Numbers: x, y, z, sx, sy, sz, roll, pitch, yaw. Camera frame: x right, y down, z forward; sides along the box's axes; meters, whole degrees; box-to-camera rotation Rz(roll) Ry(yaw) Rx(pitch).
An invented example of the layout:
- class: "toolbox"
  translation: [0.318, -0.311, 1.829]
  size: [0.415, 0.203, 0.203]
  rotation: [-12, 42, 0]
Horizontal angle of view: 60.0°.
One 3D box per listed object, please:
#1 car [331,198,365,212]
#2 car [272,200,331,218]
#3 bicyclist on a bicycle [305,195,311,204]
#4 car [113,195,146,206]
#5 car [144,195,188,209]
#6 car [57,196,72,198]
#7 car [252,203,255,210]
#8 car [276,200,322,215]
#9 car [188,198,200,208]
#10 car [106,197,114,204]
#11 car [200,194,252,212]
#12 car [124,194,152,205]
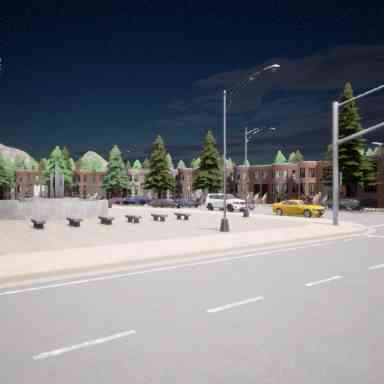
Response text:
- class: "car"
  translation: [17.348, 1.505, 38.529]
  size: [1.837, 1.490, 4.892]
  rotation: [0, 0, -35]
- class: "car"
  translation: [9.796, 1.478, 30.793]
  size: [1.882, 1.535, 5.008]
  rotation: [0, 0, -37]
- class: "bicyclist on a bicycle"
  translation: [16.230, 1.303, 46.629]
  size: [1.656, 1.620, 0.582]
  rotation: [0, 0, -37]
- class: "car"
  translation: [-9.769, 1.601, 53.511]
  size: [4.718, 1.301, 1.895]
  rotation: [0, 0, 24]
- class: "car"
  translation: [-3.618, 1.547, 45.888]
  size: [5.357, 1.411, 2.033]
  rotation: [0, 0, 36]
- class: "car"
  translation: [-23.756, 1.505, 60.729]
  size: [4.892, 1.490, 1.837]
  rotation: [0, 0, 5]
- class: "car"
  translation: [5.733, 1.526, 41.755]
  size: [1.812, 1.442, 4.674]
  rotation: [0, 0, -41]
- class: "car"
  translation: [11.115, 1.564, 34.865]
  size: [1.994, 1.385, 4.181]
  rotation: [0, 0, -37]
- class: "car"
  translation: [-1.200, 1.547, 48.426]
  size: [5.357, 1.411, 2.033]
  rotation: [0, 0, 37]
- class: "car"
  translation: [-13.677, 1.564, 58.760]
  size: [4.181, 1.385, 1.994]
  rotation: [0, 0, 17]
- class: "car"
  translation: [3.873, 1.221, 38.662]
  size: [2.150, 2.045, 5.566]
  rotation: [0, 0, -39]
- class: "car"
  translation: [-9.929, 1.351, 61.194]
  size: [4.553, 1.767, 2.097]
  rotation: [0, 0, 21]
